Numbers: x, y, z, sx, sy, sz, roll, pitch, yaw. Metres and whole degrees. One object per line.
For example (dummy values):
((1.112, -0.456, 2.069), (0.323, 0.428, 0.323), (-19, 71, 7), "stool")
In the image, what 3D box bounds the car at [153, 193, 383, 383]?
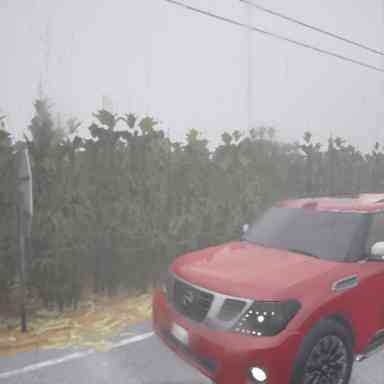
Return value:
((2.184, 1.081, 5.032), (5.566, 2.045, 2.150), (-2, 1, -33), "car")
